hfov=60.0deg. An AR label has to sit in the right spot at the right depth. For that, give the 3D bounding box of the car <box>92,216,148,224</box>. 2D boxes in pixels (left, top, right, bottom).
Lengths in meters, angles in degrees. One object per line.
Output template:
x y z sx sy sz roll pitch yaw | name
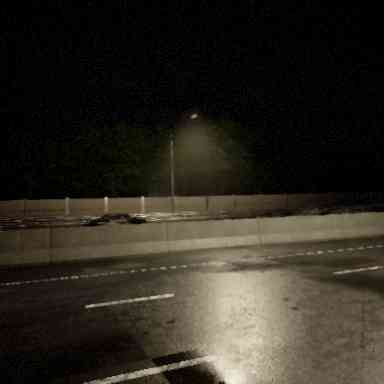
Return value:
-5.578 2.621 23.377 4.718 1.301 1.895 -1 -2 -22 | car

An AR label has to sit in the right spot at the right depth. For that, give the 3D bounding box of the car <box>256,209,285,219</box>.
9.381 2.626 36.925 4.674 1.442 1.812 -1 -2 -22 | car

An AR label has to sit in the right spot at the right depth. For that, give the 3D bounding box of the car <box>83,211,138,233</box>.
-7.421 2.670 30.178 4.553 1.767 2.097 -1 -2 -22 | car

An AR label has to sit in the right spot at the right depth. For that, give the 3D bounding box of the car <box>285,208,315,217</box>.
12.602 2.414 34.450 4.902 1.511 2.128 -1 -2 -22 | car

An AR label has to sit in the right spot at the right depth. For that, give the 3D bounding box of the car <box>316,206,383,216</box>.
12.904 1.995 27.049 4.553 1.767 2.097 -1 -2 -22 | car

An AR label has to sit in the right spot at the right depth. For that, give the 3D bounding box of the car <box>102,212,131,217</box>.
-6.081 2.641 26.946 5.008 1.535 1.882 -1 -2 -22 | car

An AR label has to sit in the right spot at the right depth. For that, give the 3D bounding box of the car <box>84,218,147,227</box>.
-5.390 2.481 19.687 4.718 1.301 1.895 -1 -2 -22 | car
